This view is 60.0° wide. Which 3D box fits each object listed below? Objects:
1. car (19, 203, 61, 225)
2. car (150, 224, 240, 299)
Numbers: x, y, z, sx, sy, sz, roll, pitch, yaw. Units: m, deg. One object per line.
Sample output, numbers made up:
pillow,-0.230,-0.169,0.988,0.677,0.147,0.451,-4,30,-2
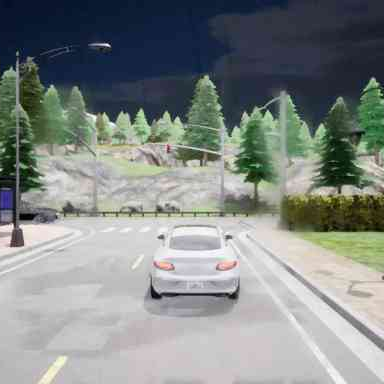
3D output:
car,-11.966,1.507,23.796,4.902,1.511,2.128,0,0,1
car,0.077,1.526,8.311,1.812,1.442,4.674,0,0,1
